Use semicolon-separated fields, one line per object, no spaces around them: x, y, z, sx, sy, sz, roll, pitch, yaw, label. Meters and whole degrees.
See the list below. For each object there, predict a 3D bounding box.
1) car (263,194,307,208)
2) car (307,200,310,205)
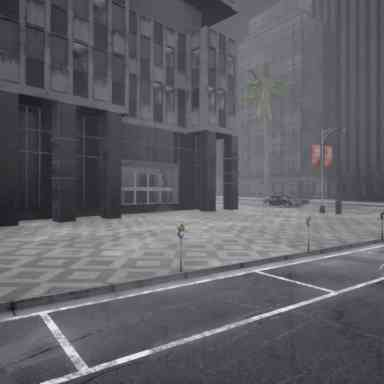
10.504;1.069;39.035;1.837;1.490;4.892;0;1;-35;car
12.435;1.150;41.932;1.895;1.301;4.718;0;1;-35;car
